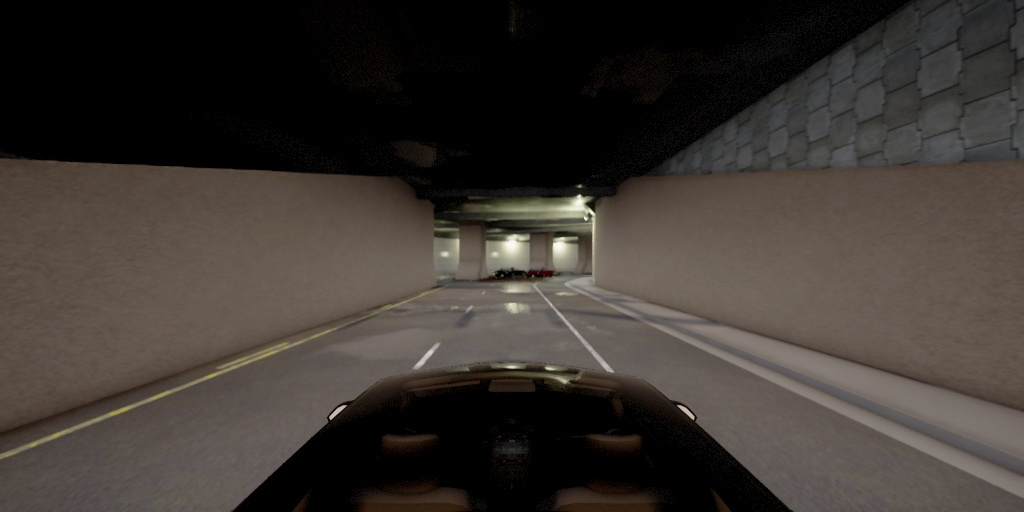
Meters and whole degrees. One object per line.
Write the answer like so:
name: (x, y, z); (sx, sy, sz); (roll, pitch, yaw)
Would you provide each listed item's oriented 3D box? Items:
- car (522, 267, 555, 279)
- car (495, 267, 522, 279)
car: (3.235, 1.891, 40.346); (1.895, 1.301, 4.718); (0, -1, 26)
car: (-0.105, 1.907, 41.451); (1.895, 1.301, 4.718); (0, -1, 26)
